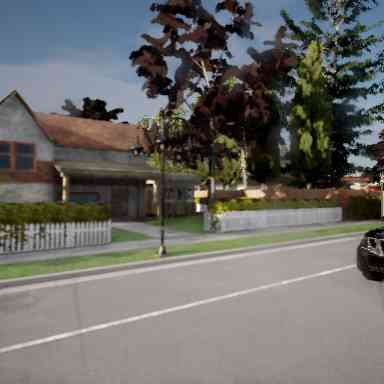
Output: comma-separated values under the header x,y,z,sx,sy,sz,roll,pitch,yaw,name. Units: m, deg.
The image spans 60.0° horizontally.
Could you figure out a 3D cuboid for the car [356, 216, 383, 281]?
x,y,z,sx,sy,sz,roll,pitch,yaw,name
6.613,1.221,8.714,5.566,2.045,2.150,0,0,-36,car
